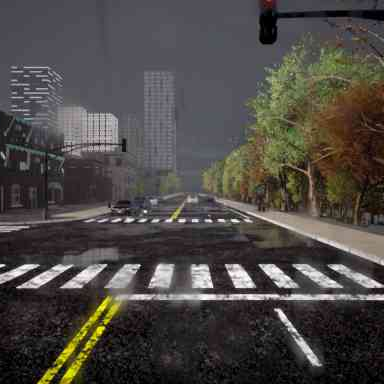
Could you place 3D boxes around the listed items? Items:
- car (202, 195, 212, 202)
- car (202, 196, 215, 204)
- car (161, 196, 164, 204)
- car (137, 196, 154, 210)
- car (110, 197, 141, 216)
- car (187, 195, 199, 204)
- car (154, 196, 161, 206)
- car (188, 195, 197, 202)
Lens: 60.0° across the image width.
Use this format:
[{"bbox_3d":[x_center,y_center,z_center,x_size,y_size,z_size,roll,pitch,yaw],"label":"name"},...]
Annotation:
[{"bbox_3d":[3.317,1.510,74.412,2.033,1.411,5.357,0,0,0],"label":"car"},{"bbox_3d":[3.401,1.523,63.759,2.033,1.411,5.357,0,0,0],"label":"car"},{"bbox_3d":[-6.493,1.468,63.482,2.128,1.511,4.902,0,0,1],"label":"car"},{"bbox_3d":[-6.554,1.337,42.746,2.097,1.767,4.553,0,0,0],"label":"car"},{"bbox_3d":[-6.566,1.516,32.553,1.812,1.442,4.674,0,0,0],"label":"car"},{"bbox_3d":[0.148,1.503,60.668,1.812,1.442,4.674,0,0,0],"label":"car"},{"bbox_3d":[-6.540,1.507,53.040,1.812,1.442,4.674,0,0,0],"label":"car"},{"bbox_3d":[0.075,1.447,74.833,1.882,1.535,5.008,0,0,0],"label":"car"}]
